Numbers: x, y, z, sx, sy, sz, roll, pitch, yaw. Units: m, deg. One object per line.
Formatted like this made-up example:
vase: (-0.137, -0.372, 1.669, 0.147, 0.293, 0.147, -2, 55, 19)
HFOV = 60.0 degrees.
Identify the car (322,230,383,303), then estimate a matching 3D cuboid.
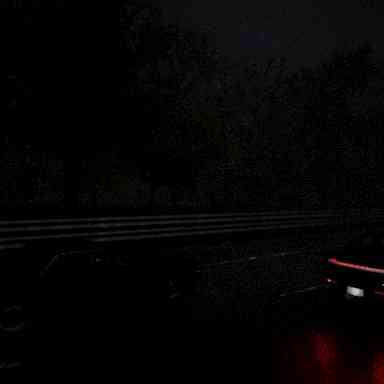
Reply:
car: (4.907, 1.597, 7.346, 4.902, 1.511, 2.128, 1, -1, -35)

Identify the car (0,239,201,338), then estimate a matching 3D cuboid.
car: (-2.157, 1.626, 6.644, 4.718, 1.301, 1.895, 1, -1, -36)
